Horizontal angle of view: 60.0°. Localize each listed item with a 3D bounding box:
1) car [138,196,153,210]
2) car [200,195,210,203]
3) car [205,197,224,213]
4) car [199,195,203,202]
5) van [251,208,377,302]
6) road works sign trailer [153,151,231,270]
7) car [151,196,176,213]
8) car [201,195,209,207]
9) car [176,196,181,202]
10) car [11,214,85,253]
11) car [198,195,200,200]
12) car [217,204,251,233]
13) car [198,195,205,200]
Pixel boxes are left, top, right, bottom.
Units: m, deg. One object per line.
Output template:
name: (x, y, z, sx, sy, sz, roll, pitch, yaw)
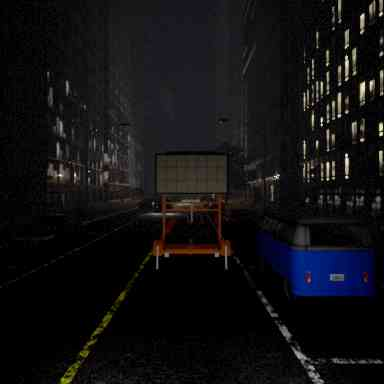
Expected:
car: (-5.715, 1.548, 42.157, 2.008, 1.369, 4.403, 0, 0, 0)
car: (2.650, 1.401, 70.620, 1.967, 1.590, 4.097, 0, 0, 0)
car: (2.669, 1.581, 36.466, 1.802, 1.307, 4.206, 0, 0, 0)
car: (2.660, 1.538, 53.543, 2.008, 1.369, 4.403, 0, 0, 0)
van: (2.686, 1.341, 8.004, 1.690, 1.788, 3.998, 0, 0, 0)
road works sign trailer: (-0.006, 0.464, 11.021, 2.380, 3.560, 2.880, 0, 0, 0)
car: (-3.122, 1.503, 37.389, 1.837, 1.490, 4.892, 0, 0, 0)
car: (2.663, 1.544, 47.850, 2.008, 1.369, 4.403, 0, 0, 0)
car: (-3.037, 1.499, 62.633, 1.812, 1.442, 4.674, 0, 0, 0)
car: (-5.699, 1.581, 13.693, 1.802, 1.307, 4.206, 0, 0, 0)
car: (2.654, 1.410, 64.928, 1.967, 1.590, 4.097, 0, 0, 0)
car: (2.679, 1.581, 19.388, 1.802, 1.307, 4.206, 0, 0, 0)
car: (2.638, 1.462, 93.390, 1.887, 1.381, 4.507, 0, 0, 0)
